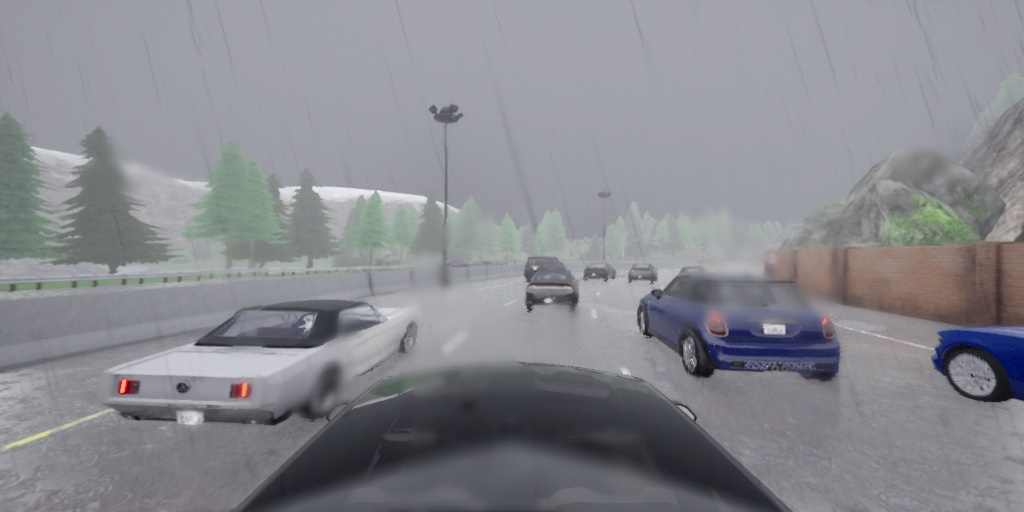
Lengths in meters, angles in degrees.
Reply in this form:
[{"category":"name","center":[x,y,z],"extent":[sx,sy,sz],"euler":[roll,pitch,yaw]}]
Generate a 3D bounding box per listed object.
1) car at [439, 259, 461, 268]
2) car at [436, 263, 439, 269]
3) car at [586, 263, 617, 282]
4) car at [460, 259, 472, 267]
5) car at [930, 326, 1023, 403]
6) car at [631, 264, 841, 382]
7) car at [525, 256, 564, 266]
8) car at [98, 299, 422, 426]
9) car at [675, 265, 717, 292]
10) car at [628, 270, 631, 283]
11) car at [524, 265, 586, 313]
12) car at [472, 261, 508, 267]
[{"category":"car","center":[-6.952,1.424,47.442],"extent":[1.895,1.301,4.718],"euler":[0,0,33]},{"category":"car","center":[-8.642,1.175,51.075],"extent":[2.097,1.767,4.553],"euler":[0,0,34]},{"category":"car","center":[7.546,1.317,30.356],"extent":[1.882,1.535,5.008],"euler":[0,0,27]},{"category":"car","center":[-3.939,1.336,45.587],"extent":[1.837,1.490,4.892],"euler":[0,-1,34]},{"category":"car","center":[7.248,1.258,3.348],"extent":[1.882,1.535,5.008],"euler":[0,0,3]},{"category":"car","center":[4.150,1.129,7.483],"extent":[2.097,1.767,4.553],"euler":[0,0,6]},{"category":"car","center":[2.791,1.039,28.675],"extent":[2.150,2.045,5.566],"euler":[0,0,24]},{"category":"car","center":[-3.050,1.349,5.821],"extent":[1.895,1.301,4.718],"euler":[0,0,5]},{"category":"car","center":[11.884,1.387,23.446],"extent":[2.033,1.411,5.357],"euler":[0,0,23]},{"category":"car","center":[10.452,1.337,28.402],"extent":[2.128,1.511,4.902],"euler":[0,0,26]},{"category":"car","center":[1.722,1.274,14.202],"extent":[2.128,1.511,4.902],"euler":[0,0,12]},{"category":"car","center":[-1.948,1.378,42.392],"extent":[2.033,1.411,5.357],"euler":[0,0,32]}]
